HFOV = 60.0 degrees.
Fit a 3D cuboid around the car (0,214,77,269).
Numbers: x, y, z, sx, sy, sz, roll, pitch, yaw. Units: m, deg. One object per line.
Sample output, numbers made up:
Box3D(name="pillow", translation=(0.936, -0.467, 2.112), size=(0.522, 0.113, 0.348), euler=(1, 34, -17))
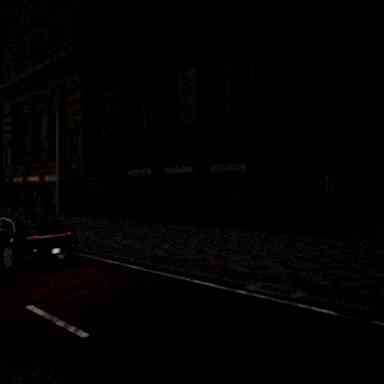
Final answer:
Box3D(name="car", translation=(-5.774, 1.496, 11.258), size=(4.902, 1.511, 2.128), euler=(0, 0, 41))
